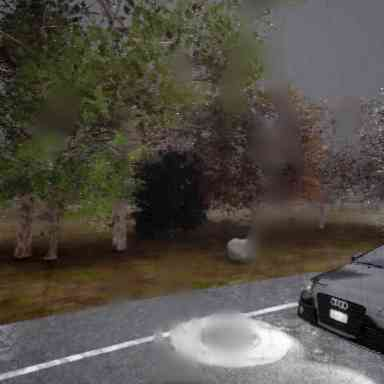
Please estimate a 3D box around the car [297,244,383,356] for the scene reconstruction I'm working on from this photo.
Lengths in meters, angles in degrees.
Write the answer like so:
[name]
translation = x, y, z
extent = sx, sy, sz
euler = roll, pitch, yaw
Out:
[car]
translation = 3.838, 1.591, 5.652
extent = 4.181, 1.385, 1.994
euler = 1, 0, -28
